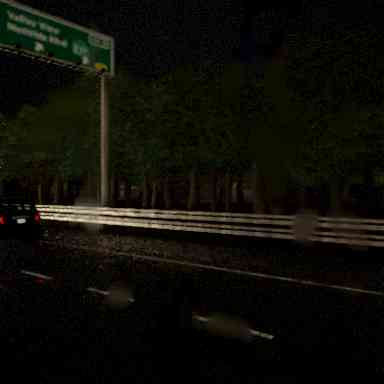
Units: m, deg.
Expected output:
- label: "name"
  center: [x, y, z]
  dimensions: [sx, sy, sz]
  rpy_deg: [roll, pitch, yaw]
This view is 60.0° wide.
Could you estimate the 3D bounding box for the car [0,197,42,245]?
- label: "car"
  center: [-8.796, 1.224, 14.451]
  dimensions: [5.566, 2.045, 2.150]
  rpy_deg: [0, 0, 36]
